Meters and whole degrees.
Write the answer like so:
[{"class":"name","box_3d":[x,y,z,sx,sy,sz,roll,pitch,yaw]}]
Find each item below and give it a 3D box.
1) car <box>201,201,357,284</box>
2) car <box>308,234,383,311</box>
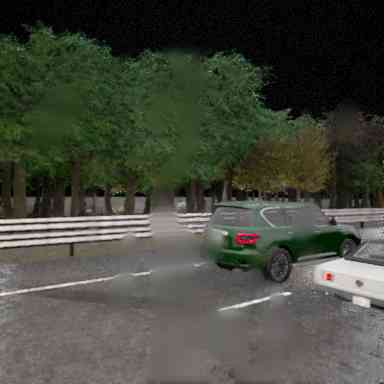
[{"class":"car","box_3d":[2.836,1.313,10.111,5.566,2.045,2.150,1,-1,-36]},{"class":"car","box_3d":[4.823,1.691,7.212,4.718,1.301,1.895,1,-1,-36]}]
